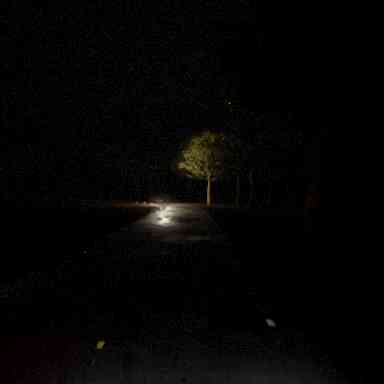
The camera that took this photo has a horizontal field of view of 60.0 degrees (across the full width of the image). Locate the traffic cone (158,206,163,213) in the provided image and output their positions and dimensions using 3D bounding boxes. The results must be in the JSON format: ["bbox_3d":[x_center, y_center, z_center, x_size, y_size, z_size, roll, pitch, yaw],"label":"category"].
[{"bbox_3d":[-3.866,2.213,39.565,0.340,0.580,0.340,0,0,0],"label":"traffic cone"}]

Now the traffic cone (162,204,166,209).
[{"bbox_3d":[-3.868,2.245,44.565,0.340,0.580,0.340,0,0,0],"label":"traffic cone"}]

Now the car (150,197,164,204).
[{"bbox_3d":[-7.427,1.869,70.648,1.812,1.442,4.674,0,0,-26],"label":"car"}]
